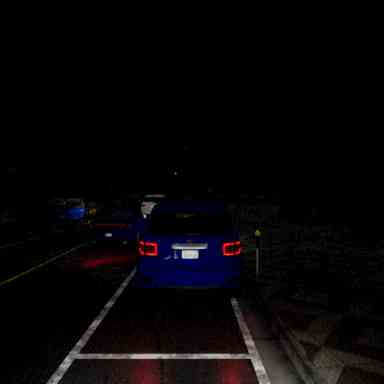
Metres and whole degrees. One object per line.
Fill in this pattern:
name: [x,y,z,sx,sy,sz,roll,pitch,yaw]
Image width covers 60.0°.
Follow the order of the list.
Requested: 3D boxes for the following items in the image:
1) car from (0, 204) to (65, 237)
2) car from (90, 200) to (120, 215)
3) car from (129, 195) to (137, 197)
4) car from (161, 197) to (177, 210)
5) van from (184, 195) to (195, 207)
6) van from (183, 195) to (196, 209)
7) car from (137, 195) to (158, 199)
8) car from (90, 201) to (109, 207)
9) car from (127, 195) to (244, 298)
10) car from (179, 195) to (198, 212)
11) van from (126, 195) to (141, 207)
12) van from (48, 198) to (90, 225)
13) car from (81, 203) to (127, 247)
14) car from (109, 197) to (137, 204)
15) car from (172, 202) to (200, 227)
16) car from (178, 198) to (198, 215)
car: [-8.900,1.567,18.138,1.947,1.339,4.313,0,0,0]
car: [-8.893,1.572,34.451,1.947,1.339,4.313,0,0,0]
car: [-8.889,1.451,45.326,1.967,1.590,4.097,0,0,0]
car: [-3.037,1.516,44.829,1.837,1.490,4.892,0,0,0]
van: [-0.361,1.355,50.760,1.690,1.788,3.998,0,0,0]
van: [-0.364,1.353,45.322,1.690,1.788,3.998,0,0,0]
car: [-3.043,1.228,29.003,2.150,2.045,5.566,0,0,0]
car: [-8.896,1.529,28.844,1.752,1.417,4.829,0,0,0]
car: [-0.035,1.220,8.679,2.150,2.045,5.566,0,0,0]
car: [-0.366,1.324,39.885,2.192,1.841,5.009,0,0,0]
van: [-8.887,1.355,50.764,1.690,1.788,3.998,0,0,0]
van: [-8.898,1.344,23.576,1.690,1.788,3.998,0,0,0]
car: [-3.139,1.479,15.014,1.882,1.535,5.008,0,0,0]
car: [-6.227,1.482,30.251,1.882,1.535,5.008,0,0,0]
car: [-0.373,1.528,23.742,1.752,1.417,4.829,0,0,0]
car: [-0.368,1.446,34.447,1.967,1.590,4.097,0,0,0]
